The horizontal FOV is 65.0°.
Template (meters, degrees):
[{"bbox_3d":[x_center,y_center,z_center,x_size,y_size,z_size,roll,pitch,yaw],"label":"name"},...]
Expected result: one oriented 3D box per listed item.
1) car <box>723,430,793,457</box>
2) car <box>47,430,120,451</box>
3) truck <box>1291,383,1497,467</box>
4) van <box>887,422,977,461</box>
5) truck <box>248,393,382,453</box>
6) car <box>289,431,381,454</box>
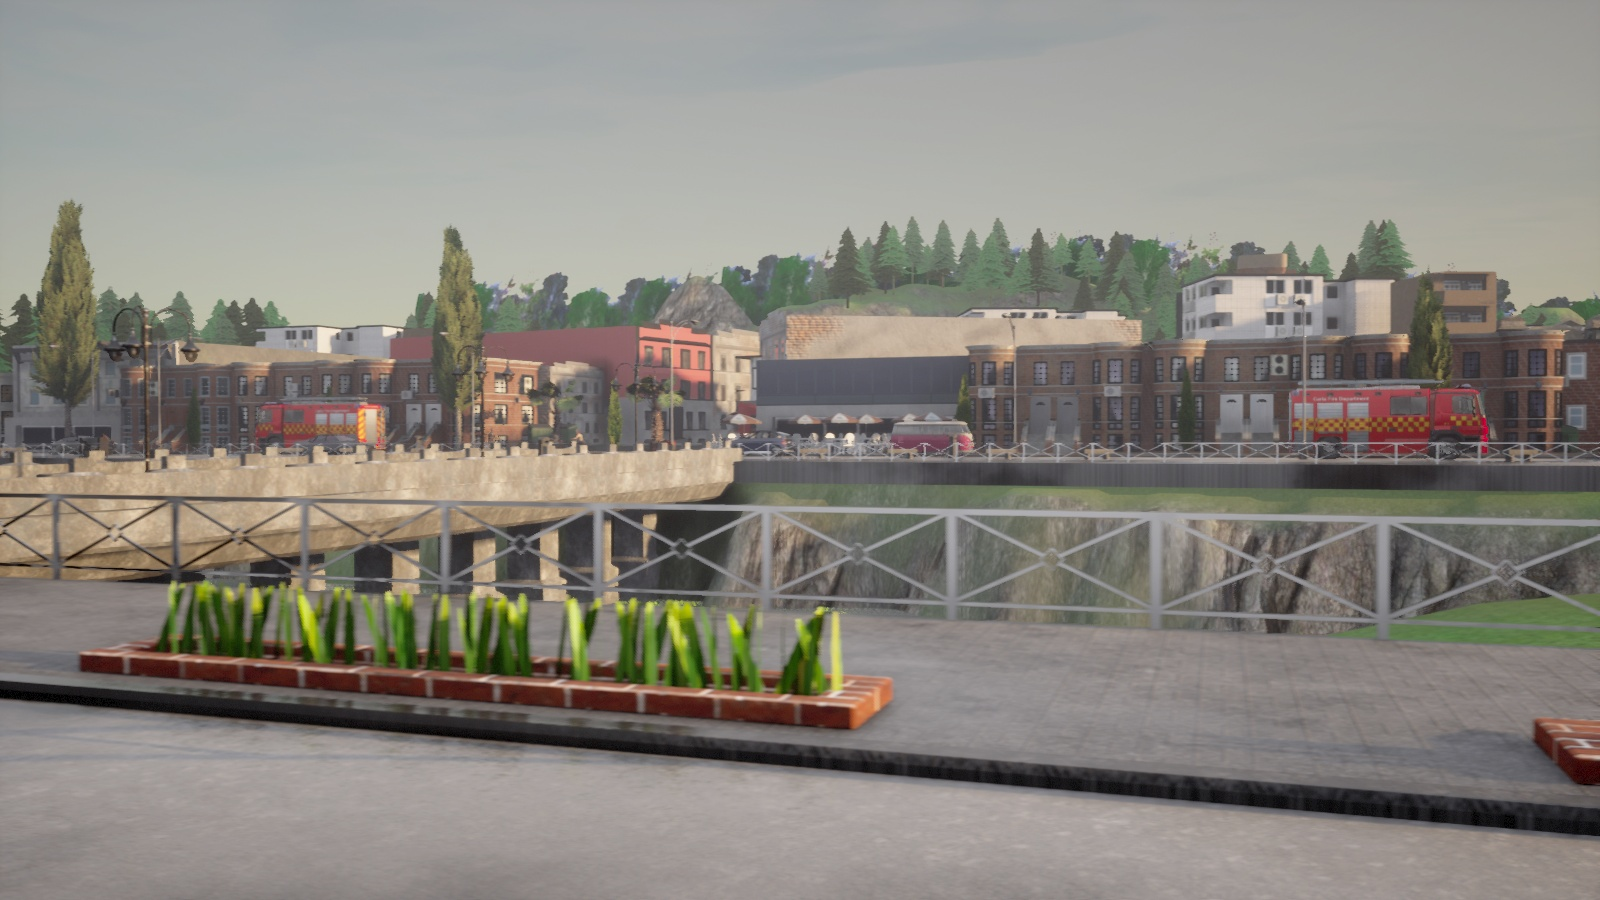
[{"bbox_3d":[-2.462,-0.386,73.841,3.705,1.549,1.789,1,1,18],"label":"car"},{"bbox_3d":[-48.576,-0.655,85.116,4.181,1.385,1.994,1,1,19],"label":"car"},{"bbox_3d":[27.882,-1.185,59.409,8.468,3.827,2.891,1,1,19],"label":"truck"},{"bbox_3d":[7.013,-0.458,66.434,4.442,1.987,1.775,1,1,19],"label":"van"},{"bbox_3d":[-32.396,-1.803,83.882,8.468,3.827,2.891,1,1,19],"label":"truck"},{"bbox_3d":[-29.085,-0.493,78.566,5.357,1.411,2.033,1,1,19],"label":"car"}]
